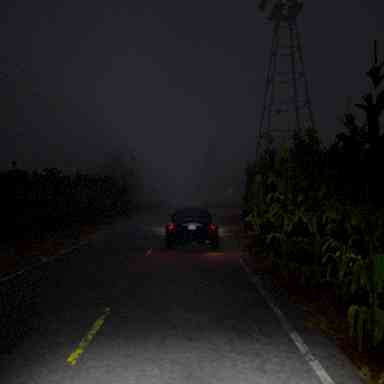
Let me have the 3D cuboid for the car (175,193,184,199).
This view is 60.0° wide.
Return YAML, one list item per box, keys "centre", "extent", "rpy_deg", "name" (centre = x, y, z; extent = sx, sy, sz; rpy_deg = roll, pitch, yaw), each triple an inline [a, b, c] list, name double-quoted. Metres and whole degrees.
- centre: [-3.200, 1.180, 85.221]
  extent: [2.150, 2.045, 5.566]
  rpy_deg: [0, 0, 0]
  name: "car"

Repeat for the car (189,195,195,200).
- centre: [0.000, 1.547, 94.088]
  extent: [1.895, 1.301, 4.718]
  rpy_deg: [0, 0, 0]
  name: "car"

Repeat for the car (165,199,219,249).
- centre: [0.000, 1.363, 14.642]
  extent: [2.097, 1.767, 4.553]
  rpy_deg: [0, 0, 0]
  name: "car"

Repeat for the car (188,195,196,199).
- centre: [0.000, 1.492, 80.724]
  extent: [1.812, 1.442, 4.674]
  rpy_deg: [0, 0, 0]
  name: "car"
